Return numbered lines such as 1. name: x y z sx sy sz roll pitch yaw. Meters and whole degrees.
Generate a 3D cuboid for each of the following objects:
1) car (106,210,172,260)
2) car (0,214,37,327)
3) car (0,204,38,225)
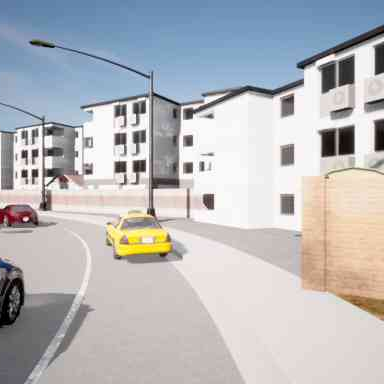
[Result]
1. car: -2.194 1.457 12.607 1.801 1.575 5.366 0 0 -19
2. car: -3.849 1.351 4.084 2.097 1.767 4.553 0 0 -7
3. car: -11.910 1.525 22.713 1.812 1.442 4.674 0 0 -39
